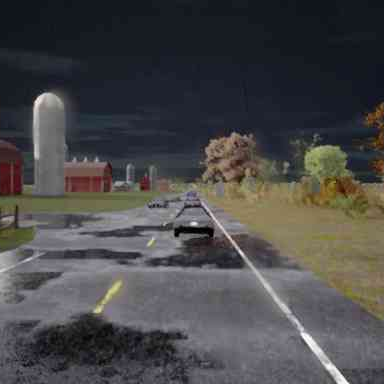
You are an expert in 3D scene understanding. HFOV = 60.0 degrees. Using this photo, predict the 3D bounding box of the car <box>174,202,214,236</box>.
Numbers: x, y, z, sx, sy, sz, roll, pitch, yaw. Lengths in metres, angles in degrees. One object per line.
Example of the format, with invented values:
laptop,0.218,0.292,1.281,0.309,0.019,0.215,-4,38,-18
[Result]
car,0.094,1.436,17.485,1.994,1.385,4.181,0,0,0

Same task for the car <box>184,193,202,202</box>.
car,0.090,1.214,38.003,2.128,1.511,4.902,0,0,0

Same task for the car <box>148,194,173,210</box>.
car,-3.794,1.282,38.544,1.994,1.385,4.181,0,0,4

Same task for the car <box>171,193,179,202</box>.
car,-3.576,1.100,55.203,1.837,1.490,4.892,0,1,1

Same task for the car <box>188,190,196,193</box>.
car,-0.021,0.678,73.544,2.150,2.045,5.566,0,0,0
